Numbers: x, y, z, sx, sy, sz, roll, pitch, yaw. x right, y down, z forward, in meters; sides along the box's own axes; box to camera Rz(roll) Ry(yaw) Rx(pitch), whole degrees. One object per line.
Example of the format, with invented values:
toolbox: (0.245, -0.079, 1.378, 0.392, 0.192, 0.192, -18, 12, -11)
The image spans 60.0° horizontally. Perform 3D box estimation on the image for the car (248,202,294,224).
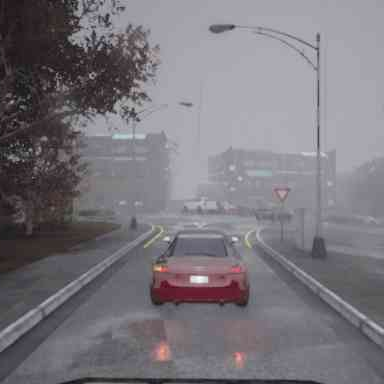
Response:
car: (7.811, 2.084, 30.798, 4.902, 1.511, 2.128, 5, -1, -44)

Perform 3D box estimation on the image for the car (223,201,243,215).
car: (3.826, 1.915, 42.670, 2.185, 1.767, 4.553, 4, -2, -32)

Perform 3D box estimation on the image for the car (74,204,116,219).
car: (-10.778, 2.067, 36.100, 4.902, 1.511, 2.128, -2, -1, 6)

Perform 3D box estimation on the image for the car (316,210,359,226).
car: (16.947, 2.966, 39.975, 4.553, 1.767, 2.097, 5, -1, -11)

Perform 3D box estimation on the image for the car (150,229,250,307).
car: (0.208, 1.586, 8.071, 1.994, 1.385, 4.181, 0, -1, 2)

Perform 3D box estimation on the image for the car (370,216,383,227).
car: (24.489, 3.988, 46.798, 2.002, 1.452, 4.674, 7, -3, -31)

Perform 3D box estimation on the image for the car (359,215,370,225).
car: (21.530, 3.710, 46.216, 2.002, 1.452, 4.674, 6, -2, -31)

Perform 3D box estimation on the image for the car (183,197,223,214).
car: (0.960, 1.636, 42.014, 2.435, 2.045, 5.566, 1, -1, -31)

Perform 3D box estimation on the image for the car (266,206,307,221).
car: (12.590, 2.833, 44.631, 1.946, 1.575, 5.366, 6, -2, -31)

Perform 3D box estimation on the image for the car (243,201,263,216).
car: (6.788, 2.155, 43.237, 2.185, 1.767, 4.553, 6, -2, -32)
